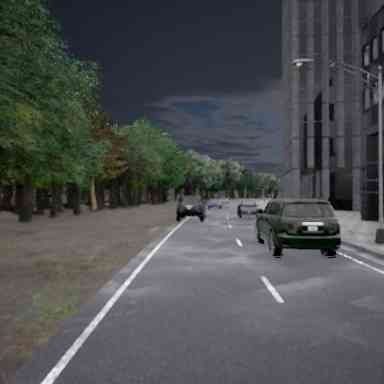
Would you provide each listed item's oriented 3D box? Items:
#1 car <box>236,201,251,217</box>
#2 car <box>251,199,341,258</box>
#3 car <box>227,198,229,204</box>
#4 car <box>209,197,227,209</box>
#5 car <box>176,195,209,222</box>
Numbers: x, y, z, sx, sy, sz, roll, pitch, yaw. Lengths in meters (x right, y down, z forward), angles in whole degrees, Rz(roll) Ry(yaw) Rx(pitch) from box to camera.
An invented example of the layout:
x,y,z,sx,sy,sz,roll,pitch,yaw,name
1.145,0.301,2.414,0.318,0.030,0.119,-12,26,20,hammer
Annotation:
x,y,z,sx,sy,sz,roll,pitch,yaw,name
5.256,1.568,31.649,2.128,1.511,4.902,0,0,5,car
3.943,1.266,13.224,2.150,2.045,5.566,0,0,2,car
5.925,1.639,62.735,1.895,1.301,4.718,0,0,11,car
3.350,1.619,46.960,2.033,1.411,5.357,0,0,10,car
-0.006,1.298,27.604,2.150,2.045,5.566,0,0,5,car
